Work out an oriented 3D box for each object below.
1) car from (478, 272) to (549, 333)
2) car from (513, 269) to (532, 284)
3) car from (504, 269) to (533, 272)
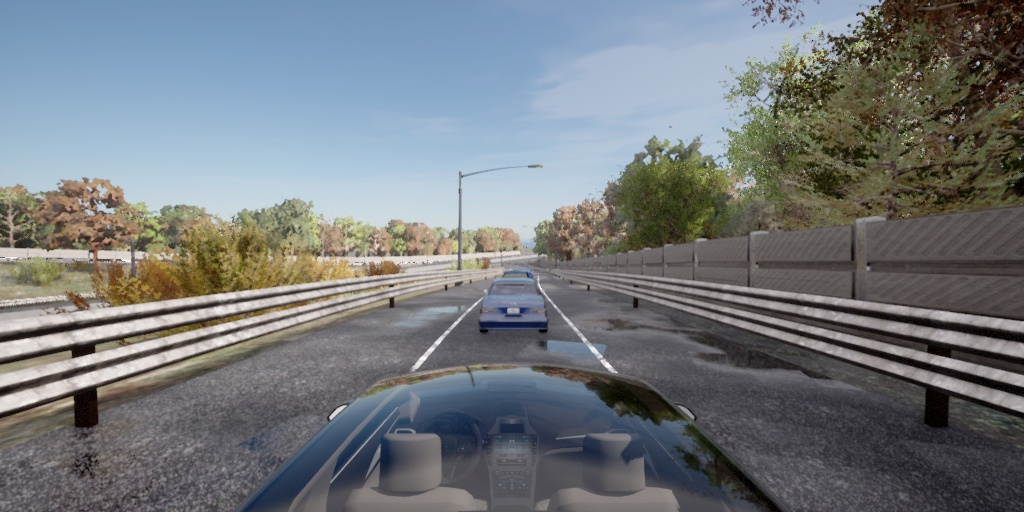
[{"bbox_3d":[0.059,1.364,10.880,2.033,1.411,5.357,0,-1,1],"label":"car"},{"bbox_3d":[1.226,2.123,38.507,1.882,1.535,5.008,0,-2,4],"label":"car"},{"bbox_3d":[0.231,1.525,19.406,1.837,1.490,4.892,0,-1,1],"label":"car"}]
